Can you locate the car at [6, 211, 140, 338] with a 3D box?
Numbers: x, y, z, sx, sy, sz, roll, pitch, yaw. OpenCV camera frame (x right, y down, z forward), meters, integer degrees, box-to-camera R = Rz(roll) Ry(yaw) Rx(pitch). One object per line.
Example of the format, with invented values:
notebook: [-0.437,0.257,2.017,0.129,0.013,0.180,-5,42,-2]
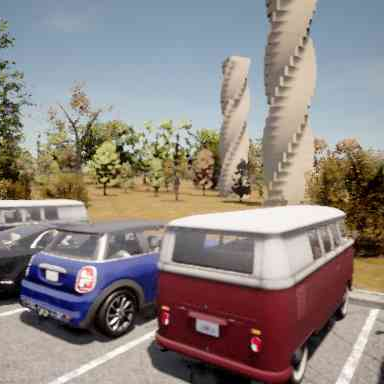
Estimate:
car: [-1.007,1.357,7.048,2.185,1.767,4.553,0,0,35]

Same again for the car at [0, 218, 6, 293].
car: [-3.132,1.478,8.594,2.231,1.521,4.892,0,0,35]

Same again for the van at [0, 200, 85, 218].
van: [-5.441,1.242,10.104,1.878,1.987,4.442,0,0,35]

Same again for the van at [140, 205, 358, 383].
van: [1.428,1.257,5.494,1.878,1.987,4.442,0,0,35]
